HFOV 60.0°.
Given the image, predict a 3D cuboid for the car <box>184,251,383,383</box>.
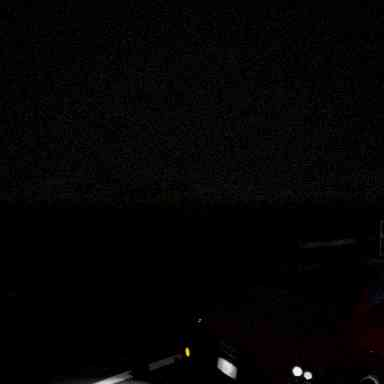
[{"bbox_3d":[1.971,1.563,4.464,4.181,1.385,1.994,0,0,-35],"label":"car"}]
